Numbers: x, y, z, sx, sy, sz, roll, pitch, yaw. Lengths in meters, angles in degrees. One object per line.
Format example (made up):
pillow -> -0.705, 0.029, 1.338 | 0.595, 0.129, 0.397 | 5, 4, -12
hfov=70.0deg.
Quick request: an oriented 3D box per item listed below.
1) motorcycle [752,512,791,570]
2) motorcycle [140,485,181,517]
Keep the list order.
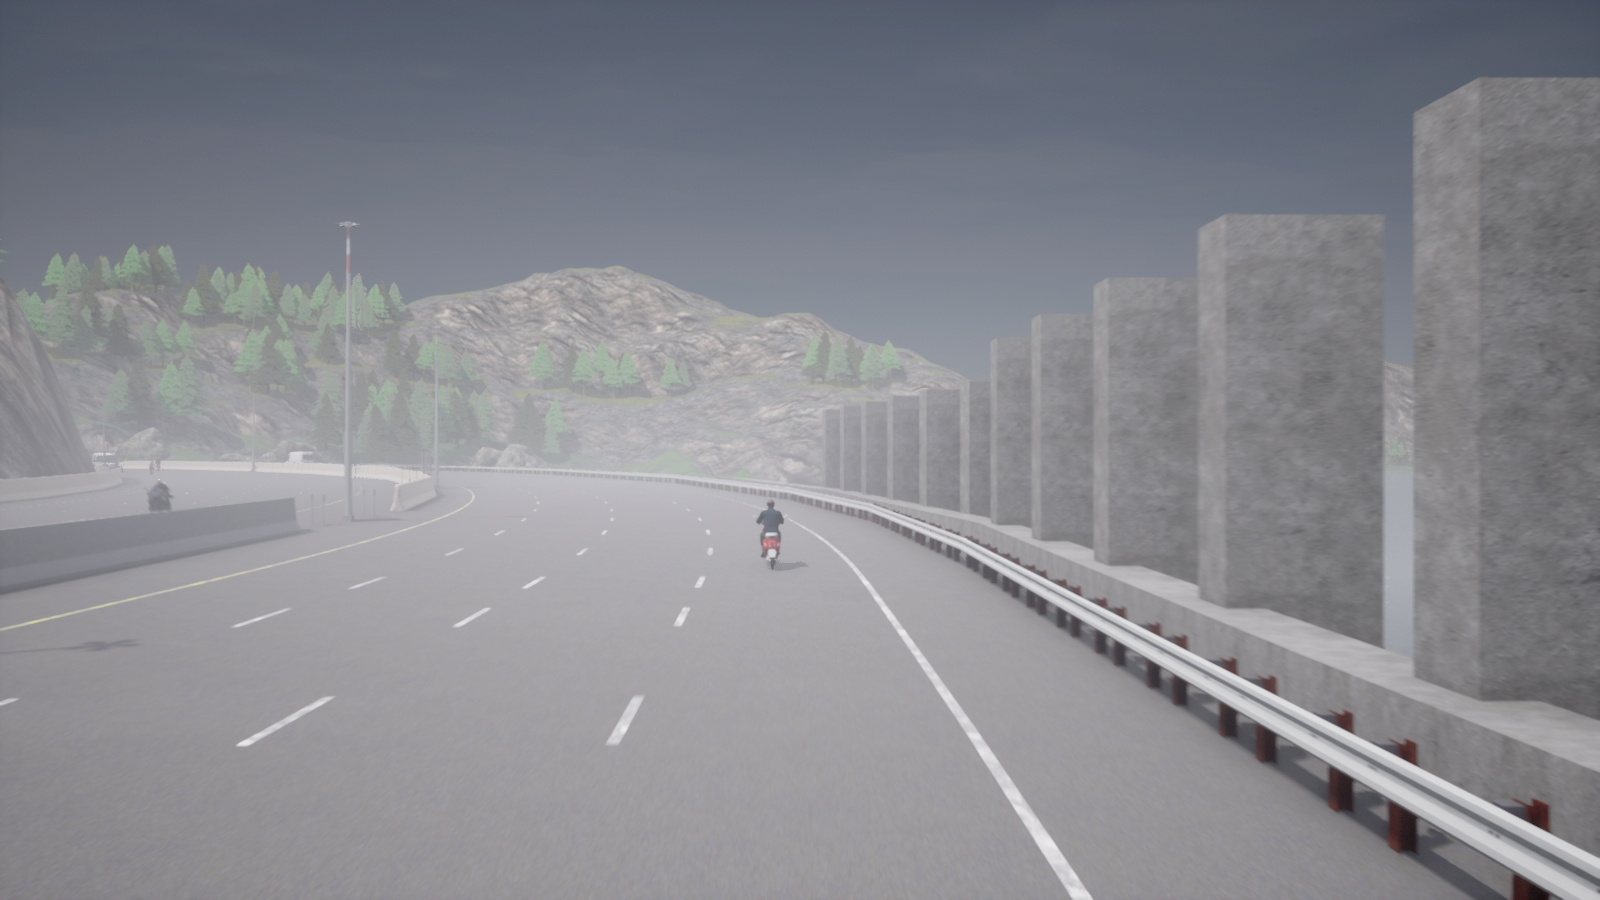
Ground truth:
motorcycle -> -0.706, 2.175, 27.495 | 0.856, 1.236, 1.805 | 0, 0, -3
motorcycle -> -27.502, 2.195, 49.168 | 0.867, 1.251, 2.209 | -1, 0, -10
